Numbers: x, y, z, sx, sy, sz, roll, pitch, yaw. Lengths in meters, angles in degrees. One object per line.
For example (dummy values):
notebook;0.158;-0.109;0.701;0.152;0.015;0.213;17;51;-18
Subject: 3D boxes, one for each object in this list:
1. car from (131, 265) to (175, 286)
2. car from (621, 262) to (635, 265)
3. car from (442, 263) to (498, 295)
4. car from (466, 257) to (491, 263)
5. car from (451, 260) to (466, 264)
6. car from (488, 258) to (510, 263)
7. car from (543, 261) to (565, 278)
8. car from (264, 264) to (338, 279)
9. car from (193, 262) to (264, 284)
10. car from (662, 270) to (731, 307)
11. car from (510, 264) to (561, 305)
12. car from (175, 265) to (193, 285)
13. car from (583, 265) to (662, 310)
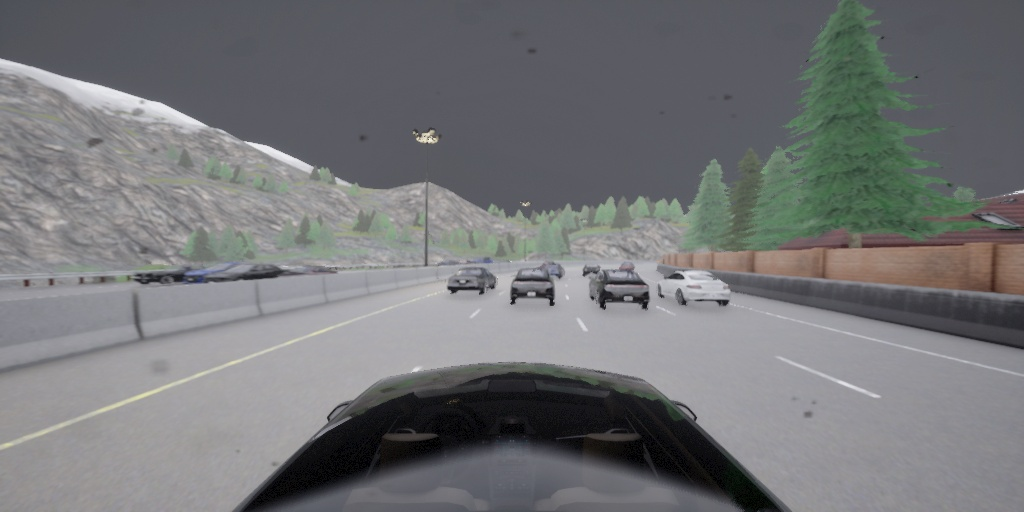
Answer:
car;-22.840;1.273;24.726;1.895;1.301;4.718;0;0;8
car;16.698;1.560;51.835;1.994;1.385;4.181;0;0;21
car;-2.119;1.337;20.346;2.033;1.411;5.357;0;0;8
car;-5.391;1.113;63.171;2.150;2.045;5.566;0;0;22
car;-8.556;1.399;64.690;1.812;1.442;4.674;0;0;22
car;-1.804;1.414;62.691;1.837;1.490;4.892;0;0;23
car;4.002;1.416;34.617;2.033;1.411;5.357;0;0;13
car;-12.580;1.293;22.137;1.994;1.385;4.181;0;0;8
car;-16.122;1.185;22.070;1.882;1.535;5.008;0;0;8
car;8.000;1.366;16.108;1.812;1.442;4.674;0;0;6
car;1.013;1.290;16.492;2.128;1.511;4.902;0;0;6
car;-19.326;1.171;24.420;1.882;1.535;5.008;0;0;8
car;4.399;1.308;15.229;2.128;1.511;4.902;0;0;6
